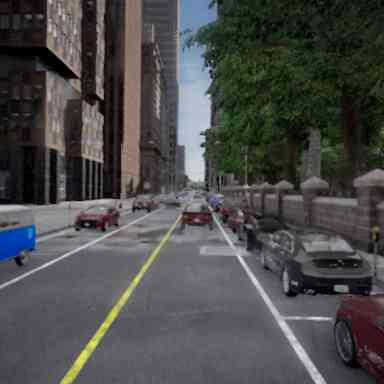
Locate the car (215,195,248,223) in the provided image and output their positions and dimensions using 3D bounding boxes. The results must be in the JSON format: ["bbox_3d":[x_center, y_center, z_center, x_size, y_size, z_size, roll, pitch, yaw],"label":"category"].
[{"bbox_3d":[3.150,1.333,25.078,2.192,1.841,5.009,1,0,1],"label":"car"}]

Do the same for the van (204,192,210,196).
[{"bbox_3d":[3.789,1.167,63.744,1.690,1.788,3.998,1,0,1],"label":"van"}]

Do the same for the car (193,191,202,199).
[{"bbox_3d":[1.367,1.038,84.595,1.994,1.385,4.181,1,0,1],"label":"car"}]

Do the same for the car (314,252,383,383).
[{"bbox_3d":[2.782,1.622,2.980,1.802,1.307,4.206,1,0,1],"label":"car"}]

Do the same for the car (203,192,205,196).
[{"bbox_3d":[3.880,1.106,69.267,2.192,1.841,5.009,1,0,1],"label":"car"}]

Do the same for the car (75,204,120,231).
[{"bbox_3d":[-5.468,1.458,19.684,1.887,1.381,4.507,1,0,1],"label":"car"}]

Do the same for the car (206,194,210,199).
[{"bbox_3d":[3.606,1.414,52.868,1.752,1.417,4.829,1,0,1],"label":"car"}]

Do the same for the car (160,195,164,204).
[{"bbox_3d":[-5.101,1.273,41.780,1.967,1.590,4.097,1,0,1],"label":"car"}]

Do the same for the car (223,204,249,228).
[{"bbox_3d":[3.055,1.613,19.554,1.802,1.307,4.206,1,0,1],"label":"car"}]

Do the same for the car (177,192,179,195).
[{"bbox_3d":[-4.554,1.077,74.921,1.967,1.590,4.097,1,0,1],"label":"car"}]

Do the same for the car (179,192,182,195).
[{"bbox_3d":[-4.374,1.126,85.967,1.947,1.339,4.313,1,0,1],"label":"car"}]

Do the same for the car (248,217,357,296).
[{"bbox_3d":[2.874,1.593,8.504,2.008,1.369,4.403,1,0,1],"label":"car"}]

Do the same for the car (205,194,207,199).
[{"bbox_3d":[3.694,1.440,58.222,1.802,1.307,4.206,1,0,1],"label":"car"}]

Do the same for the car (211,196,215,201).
[{"bbox_3d":[3.330,1.523,36.128,1.887,1.381,4.507,1,0,1],"label":"car"}]

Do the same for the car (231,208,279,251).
[{"bbox_3d":[2.962,1.605,14.029,1.947,1.339,4.313,1,0,1],"label":"car"}]

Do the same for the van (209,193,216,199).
[{"bbox_3d":[3.424,1.291,41.650,1.690,1.788,3.998,1,0,1],"label":"van"}]

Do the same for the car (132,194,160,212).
[{"bbox_3d":[-5.191,1.175,36.257,2.192,1.841,5.009,1,0,1],"label":"car"}]

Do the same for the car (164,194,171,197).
[{"bbox_3d":[-4.919,1.212,52.826,1.967,1.590,4.097,1,0,1],"label":"car"}]

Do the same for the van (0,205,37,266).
[{"bbox_3d":[-5.649,1.265,8.634,1.690,1.788,3.998,1,0,1],"label":"van"}]

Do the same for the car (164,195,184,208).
[{"bbox_3d":[-2.302,1.479,44.164,1.895,1.301,4.718,1,0,1],"label":"car"}]

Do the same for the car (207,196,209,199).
[{"bbox_3d":[3.512,1.502,47.176,1.802,1.307,4.206,1,0,1],"label":"car"}]

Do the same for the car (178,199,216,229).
[{"bbox_3d":[0.327,1.467,21.497,1.882,1.535,5.008,1,0,1],"label":"car"}]
